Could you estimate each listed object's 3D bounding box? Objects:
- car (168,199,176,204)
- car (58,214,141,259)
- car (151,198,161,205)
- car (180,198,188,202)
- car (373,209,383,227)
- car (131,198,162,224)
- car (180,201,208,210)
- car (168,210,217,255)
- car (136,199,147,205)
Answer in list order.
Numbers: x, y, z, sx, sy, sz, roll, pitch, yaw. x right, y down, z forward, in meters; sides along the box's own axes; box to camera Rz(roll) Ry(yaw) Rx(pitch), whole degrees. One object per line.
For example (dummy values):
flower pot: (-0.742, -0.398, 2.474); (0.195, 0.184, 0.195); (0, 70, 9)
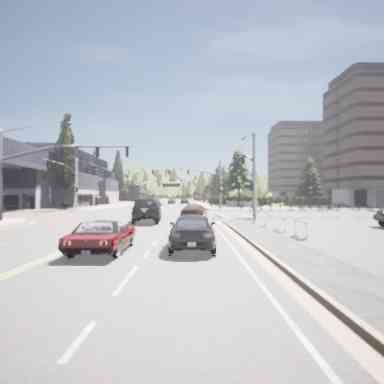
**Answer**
car: (-5.501, 2.518, 88.051); (2.033, 1.411, 5.357); (0, -1, -2)
car: (-3.491, 1.750, 13.218); (1.895, 1.301, 4.718); (0, -1, 0)
car: (-8.822, 2.264, 81.356); (2.097, 1.767, 4.553); (0, -1, -2)
car: (-2.018, 2.341, 88.743); (2.097, 1.767, 4.553); (0, -1, -2)
car: (14.259, 1.393, 21.294); (4.605, 1.855, 1.932); (0, -1, -2)
car: (-3.722, 1.534, 27.560); (2.150, 2.045, 5.566); (0, 0, -3)
car: (0.307, 1.806, 29.277); (1.882, 1.535, 5.008); (0, 0, 10)
car: (0.016, 1.682, 13.875); (1.812, 1.442, 4.674); (0, 0, 0)
car: (-12.320, 2.502, 81.200); (1.895, 1.301, 4.718); (0, -1, -2)
